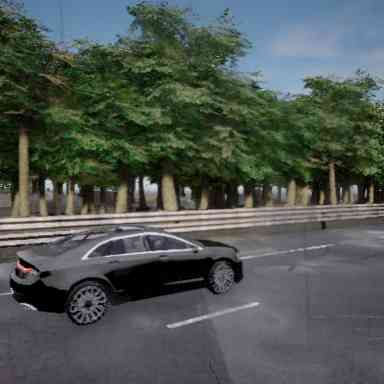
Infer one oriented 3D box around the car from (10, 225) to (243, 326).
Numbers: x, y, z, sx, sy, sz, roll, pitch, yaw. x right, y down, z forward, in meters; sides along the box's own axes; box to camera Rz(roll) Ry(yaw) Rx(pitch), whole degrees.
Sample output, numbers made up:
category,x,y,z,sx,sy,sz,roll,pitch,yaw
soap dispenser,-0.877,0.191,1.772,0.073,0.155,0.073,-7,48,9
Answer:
category,x,y,z,sx,sy,sz,roll,pitch,yaw
car,-1.070,1.469,7.055,4.902,1.511,2.128,0,1,-34
